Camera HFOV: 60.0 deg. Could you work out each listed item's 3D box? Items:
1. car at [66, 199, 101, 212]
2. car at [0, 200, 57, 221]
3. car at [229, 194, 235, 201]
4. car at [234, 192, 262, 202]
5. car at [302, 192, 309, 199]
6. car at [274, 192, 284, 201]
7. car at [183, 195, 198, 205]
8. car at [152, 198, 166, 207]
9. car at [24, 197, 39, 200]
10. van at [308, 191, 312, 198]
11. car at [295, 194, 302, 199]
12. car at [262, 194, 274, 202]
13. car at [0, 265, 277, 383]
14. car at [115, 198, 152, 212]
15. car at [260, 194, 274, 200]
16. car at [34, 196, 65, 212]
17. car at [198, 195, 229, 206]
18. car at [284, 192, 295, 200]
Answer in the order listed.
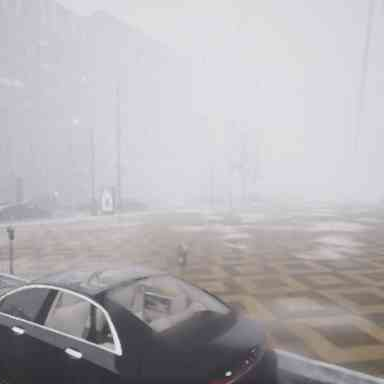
[{"bbox_3d":[-11.437,1.504,37.753,1.812,1.442,4.674,-1,0,36],"label":"car"},{"bbox_3d":[-13.028,1.530,25.655,1.802,1.307,4.206,-1,0,36],"label":"car"},{"bbox_3d":[9.301,1.183,70.893,1.967,1.590,4.097,-1,0,36],"label":"car"},{"bbox_3d":[9.623,1.209,57.024,2.008,1.369,4.403,-1,0,36],"label":"car"},{"bbox_3d":[25.803,1.046,79.430,1.802,1.307,4.206,-1,0,36],"label":"car"},{"bbox_3d":[16.095,1.161,65.986,1.802,1.307,4.206,-1,0,36],"label":"car"},{"bbox_3d":[0.424,1.318,54.089,2.128,1.511,4.902,-1,0,36],"label":"car"},{"bbox_3d":[-5.737,1.505,45.642,1.895,1.301,4.718,-1,0,36],"label":"car"},{"bbox_3d":[-16.993,1.530,30.052,1.882,1.535,5.008,-1,0,37],"label":"car"},{"bbox_3d":[29.036,0.768,83.912,1.690,1.788,3.998,-1,0,36],"label":"van"},{"bbox_3d":[22.567,1.053,74.949,2.008,1.369,4.403,-1,0,36],"label":"car"},{"bbox_3d":[12.859,1.163,61.505,1.887,1.381,4.507,-1,0,36],"label":"car"},{"bbox_3d":[-1.238,1.567,3.926,4.403,1.369,2.008,0,-1,35],"label":"car"},{"bbox_3d":[-6.558,1.303,34.618,1.967,1.590,4.097,-1,0,36],"label":"car"},{"bbox_3d":[19.011,1.194,84.337,1.947,1.339,4.313,-1,0,36],"label":"car"},{"bbox_3d":[-16.588,1.384,35.044,2.192,1.841,5.009,-1,0,36],"label":"car"},{"bbox_3d":[3.149,1.178,48.062,1.967,1.590,4.097,-1,0,36],"label":"car"},{"bbox_3d":[19.327,0.855,70.468,2.192,1.841,5.009,-1,0,36],"label":"car"}]
